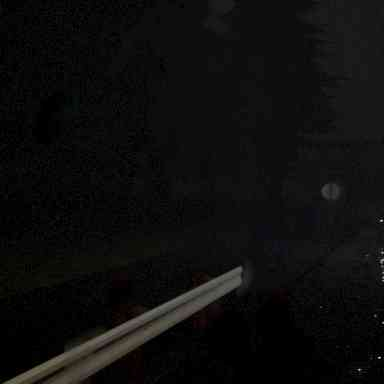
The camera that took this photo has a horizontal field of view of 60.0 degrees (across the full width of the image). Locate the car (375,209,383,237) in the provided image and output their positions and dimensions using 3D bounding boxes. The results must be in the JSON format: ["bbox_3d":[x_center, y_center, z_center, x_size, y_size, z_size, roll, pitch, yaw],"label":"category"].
[{"bbox_3d":[9.647,1.197,15.228,2.128,1.511,4.902,2,2,33],"label":"car"}]
